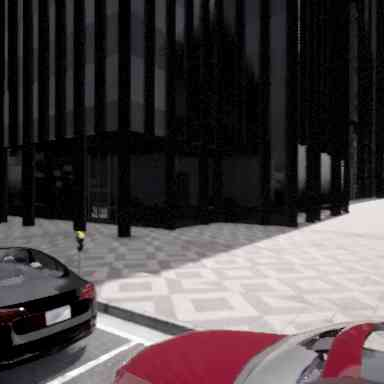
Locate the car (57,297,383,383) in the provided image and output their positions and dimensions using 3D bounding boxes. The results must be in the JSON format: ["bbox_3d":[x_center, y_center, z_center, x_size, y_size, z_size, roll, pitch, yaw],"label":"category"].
[{"bbox_3d":[1.205,1.582,2.102,4.206,1.307,1.802,0,0,36],"label":"car"}]

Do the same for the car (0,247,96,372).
[{"bbox_3d":[-3.355,1.569,5.355,4.313,1.339,1.947,0,0,36],"label":"car"}]
